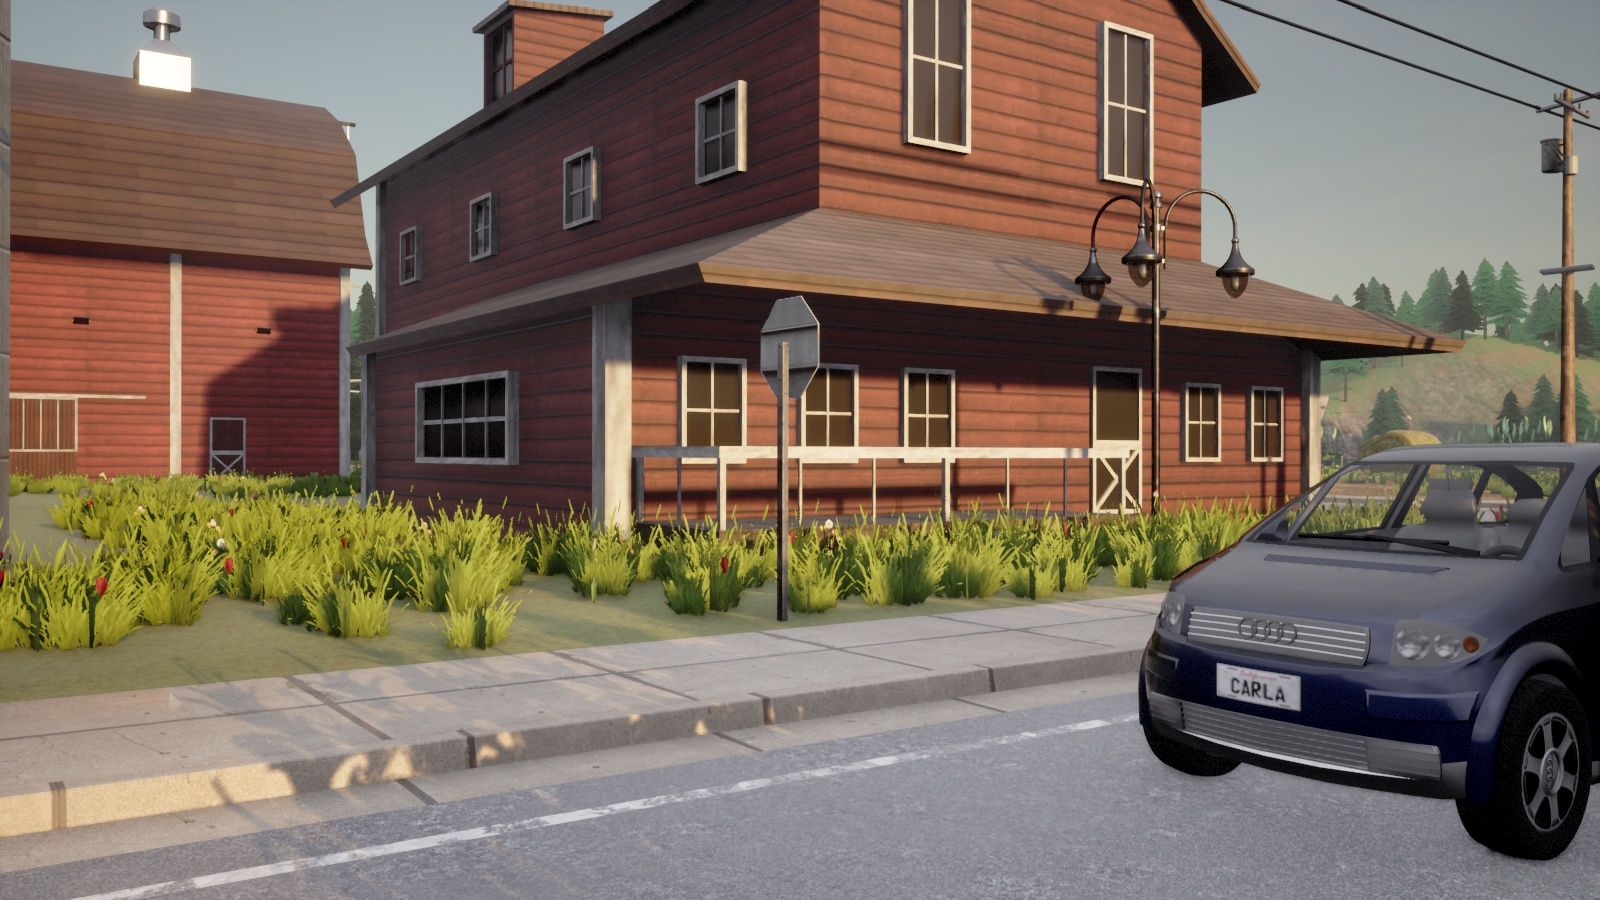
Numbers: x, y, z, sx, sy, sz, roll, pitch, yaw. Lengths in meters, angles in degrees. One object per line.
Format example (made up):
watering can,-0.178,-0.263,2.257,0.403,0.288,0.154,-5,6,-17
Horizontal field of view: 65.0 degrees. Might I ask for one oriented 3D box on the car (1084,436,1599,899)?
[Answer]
car,3.309,0.731,5.965,3.705,1.549,1.789,0,0,-35
